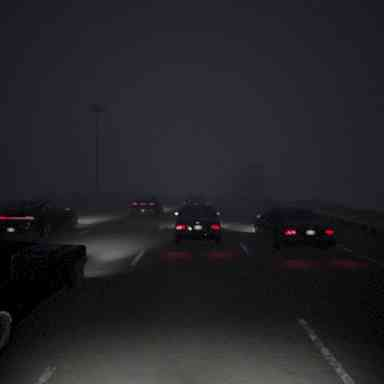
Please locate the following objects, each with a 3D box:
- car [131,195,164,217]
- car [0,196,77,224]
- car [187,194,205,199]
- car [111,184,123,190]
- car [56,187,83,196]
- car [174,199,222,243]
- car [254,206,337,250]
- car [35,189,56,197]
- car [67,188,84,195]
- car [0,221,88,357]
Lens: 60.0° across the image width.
[{"bbox_3d":[-3.172,0.949,24.120,2.128,1.511,4.902,0,1,1],"label":"car"},{"bbox_3d":[-6.758,1.152,14.923,2.128,1.511,4.902,0,1,1],"label":"car"},{"bbox_3d":[0.420,0.844,33.803,1.895,1.301,4.718,0,1,1],"label":"car"},{"bbox_3d":[-19.715,-1.141,88.268,2.150,2.045,5.566,0,1,2],"label":"car"},{"bbox_3d":[-17.126,0.462,47.224,1.812,1.442,4.674,0,1,1],"label":"car"},{"bbox_3d":[0.233,1.230,14.090,2.033,1.411,5.357,0,1,1],"label":"car"},{"bbox_3d":[3.722,1.258,12.878,2.033,1.411,5.357,0,1,1],"label":"car"},{"bbox_3d":[-20.623,0.430,47.565,1.837,1.490,4.892,0,2,1],"label":"car"},{"bbox_3d":[-27.077,-0.230,77.576,2.128,1.511,4.902,0,1,2],"label":"car"},{"bbox_3d":[-3.346,1.471,5.622,1.895,1.301,4.718,0,1,1],"label":"car"}]
